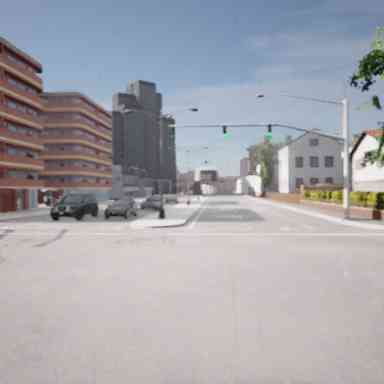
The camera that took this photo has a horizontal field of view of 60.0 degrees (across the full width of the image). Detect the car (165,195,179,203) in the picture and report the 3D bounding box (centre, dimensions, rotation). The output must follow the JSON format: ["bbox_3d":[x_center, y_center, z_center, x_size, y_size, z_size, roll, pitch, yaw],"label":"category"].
[{"bbox_3d":[-3.534,1.229,58.561,1.812,1.442,4.674,-1,0,5],"label":"car"}]

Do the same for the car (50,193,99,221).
[{"bbox_3d":[-9.441,1.159,27.303,2.150,2.045,5.566,-1,1,4],"label":"car"}]

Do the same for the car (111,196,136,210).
[{"bbox_3d":[-8.388,1.355,41.202,1.837,1.490,4.892,-1,1,4],"label":"car"}]

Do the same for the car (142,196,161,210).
[{"bbox_3d":[-4.937,1.421,40.453,1.895,1.301,4.718,-1,0,4],"label":"car"}]

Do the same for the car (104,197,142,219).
[{"bbox_3d":[-5.869,1.405,27.997,1.837,1.490,4.892,-1,1,4],"label":"car"}]

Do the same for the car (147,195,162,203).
[{"bbox_3d":[-6.851,1.327,60.717,1.895,1.301,4.718,-1,0,4],"label":"car"}]
